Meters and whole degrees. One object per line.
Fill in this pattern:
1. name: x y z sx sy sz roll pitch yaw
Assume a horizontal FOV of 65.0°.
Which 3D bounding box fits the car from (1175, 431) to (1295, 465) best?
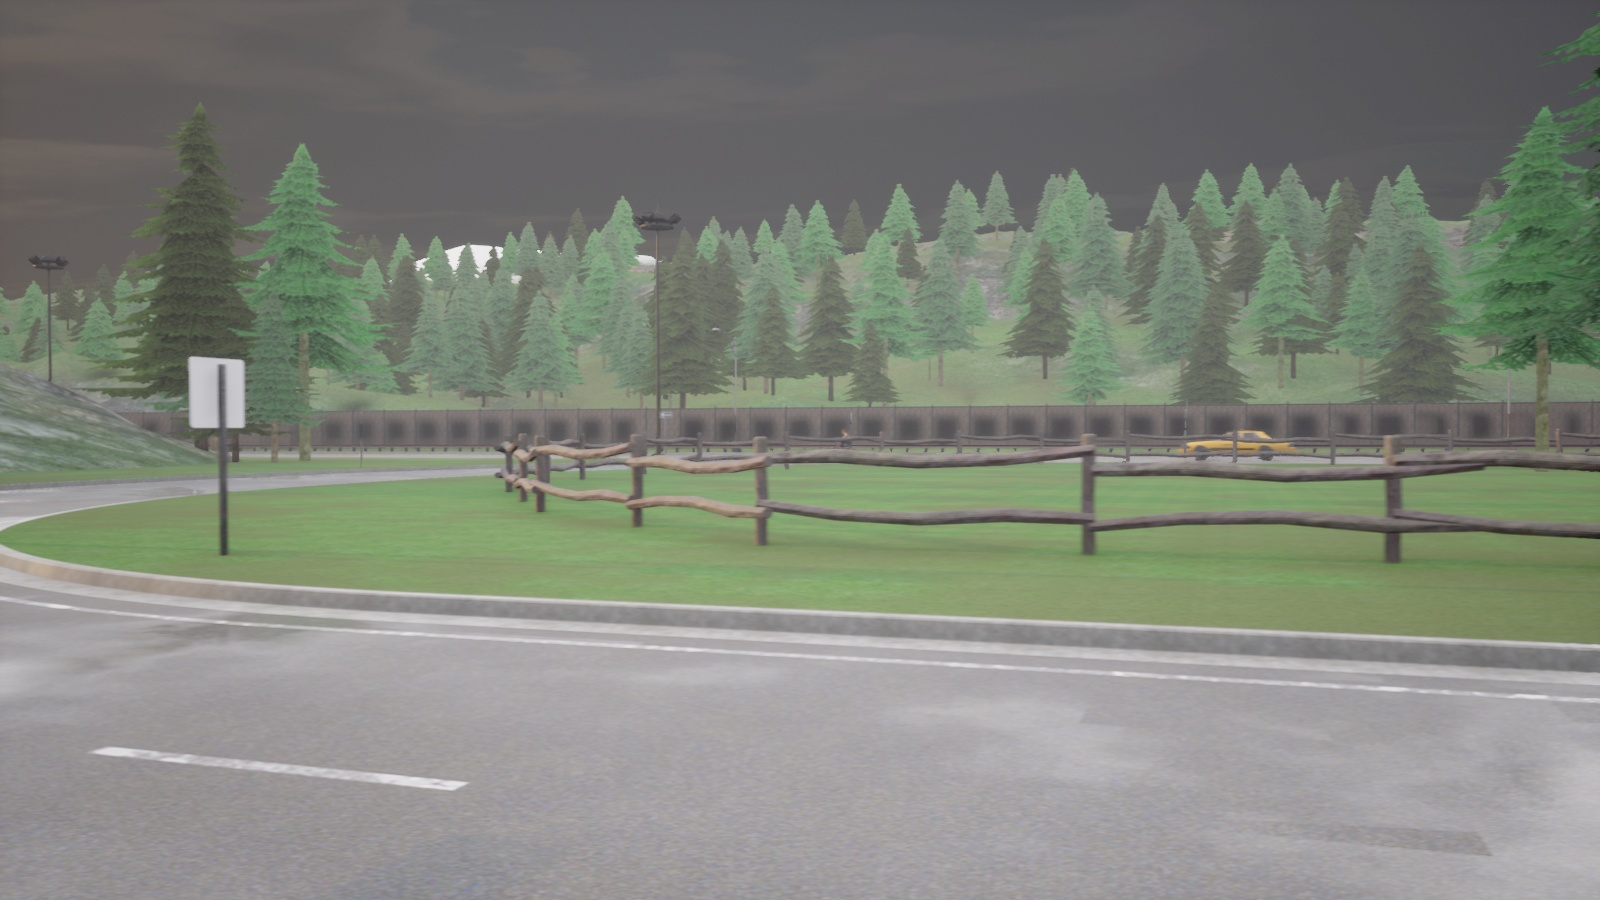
1. car: 20.883 -0.125 60.449 5.366 1.575 1.801 0 1 18
